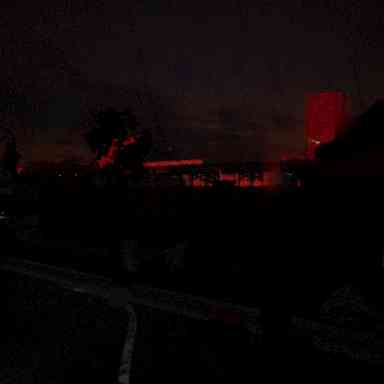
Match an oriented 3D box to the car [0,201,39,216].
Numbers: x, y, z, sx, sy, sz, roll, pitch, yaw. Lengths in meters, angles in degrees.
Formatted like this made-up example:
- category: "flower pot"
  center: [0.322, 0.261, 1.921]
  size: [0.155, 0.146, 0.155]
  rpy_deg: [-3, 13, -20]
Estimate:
- category: "car"
  center: [-15.832, 1.550, 32.790]
  size: [2.033, 1.411, 5.357]
  rpy_deg: [0, 0, 34]
